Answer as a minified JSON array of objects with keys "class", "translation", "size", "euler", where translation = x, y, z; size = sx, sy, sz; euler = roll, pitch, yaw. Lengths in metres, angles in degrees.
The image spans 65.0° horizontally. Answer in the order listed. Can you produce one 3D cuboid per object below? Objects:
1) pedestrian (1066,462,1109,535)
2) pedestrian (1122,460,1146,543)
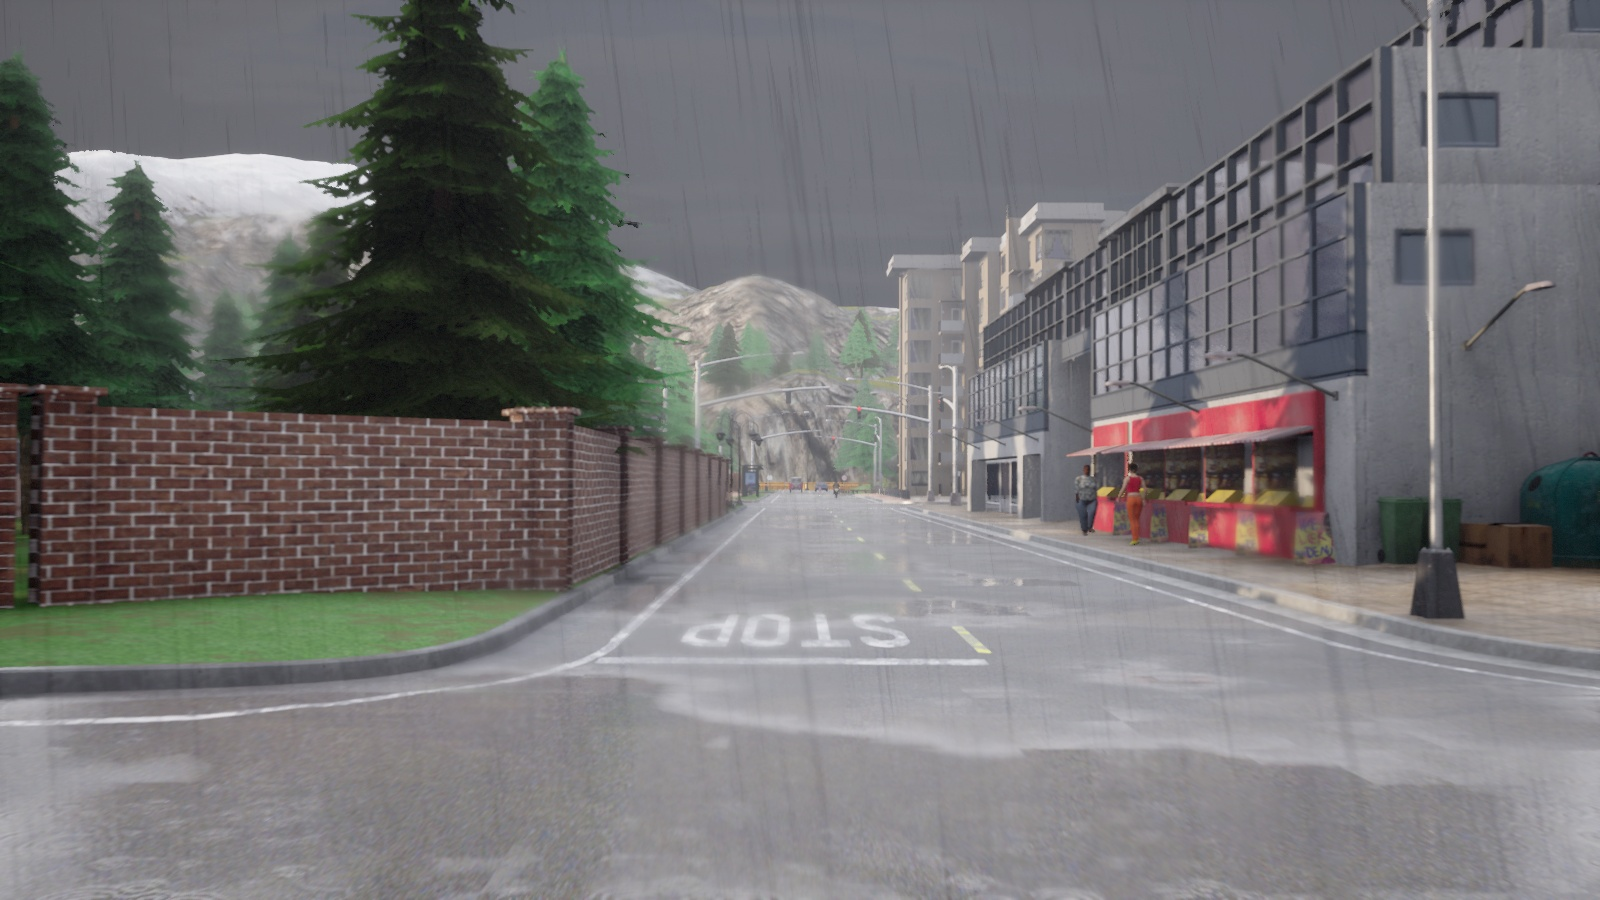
[{"class":"pedestrian","translation":[7.433,1.258,32.535],"size":[0.874,1.855,0.900],"euler":[0,-1,-2]},{"class":"pedestrian","translation":[7.477,1.149,28.114],"size":[0.345,1.836,0.594],"euler":[0,-1,-3]}]
